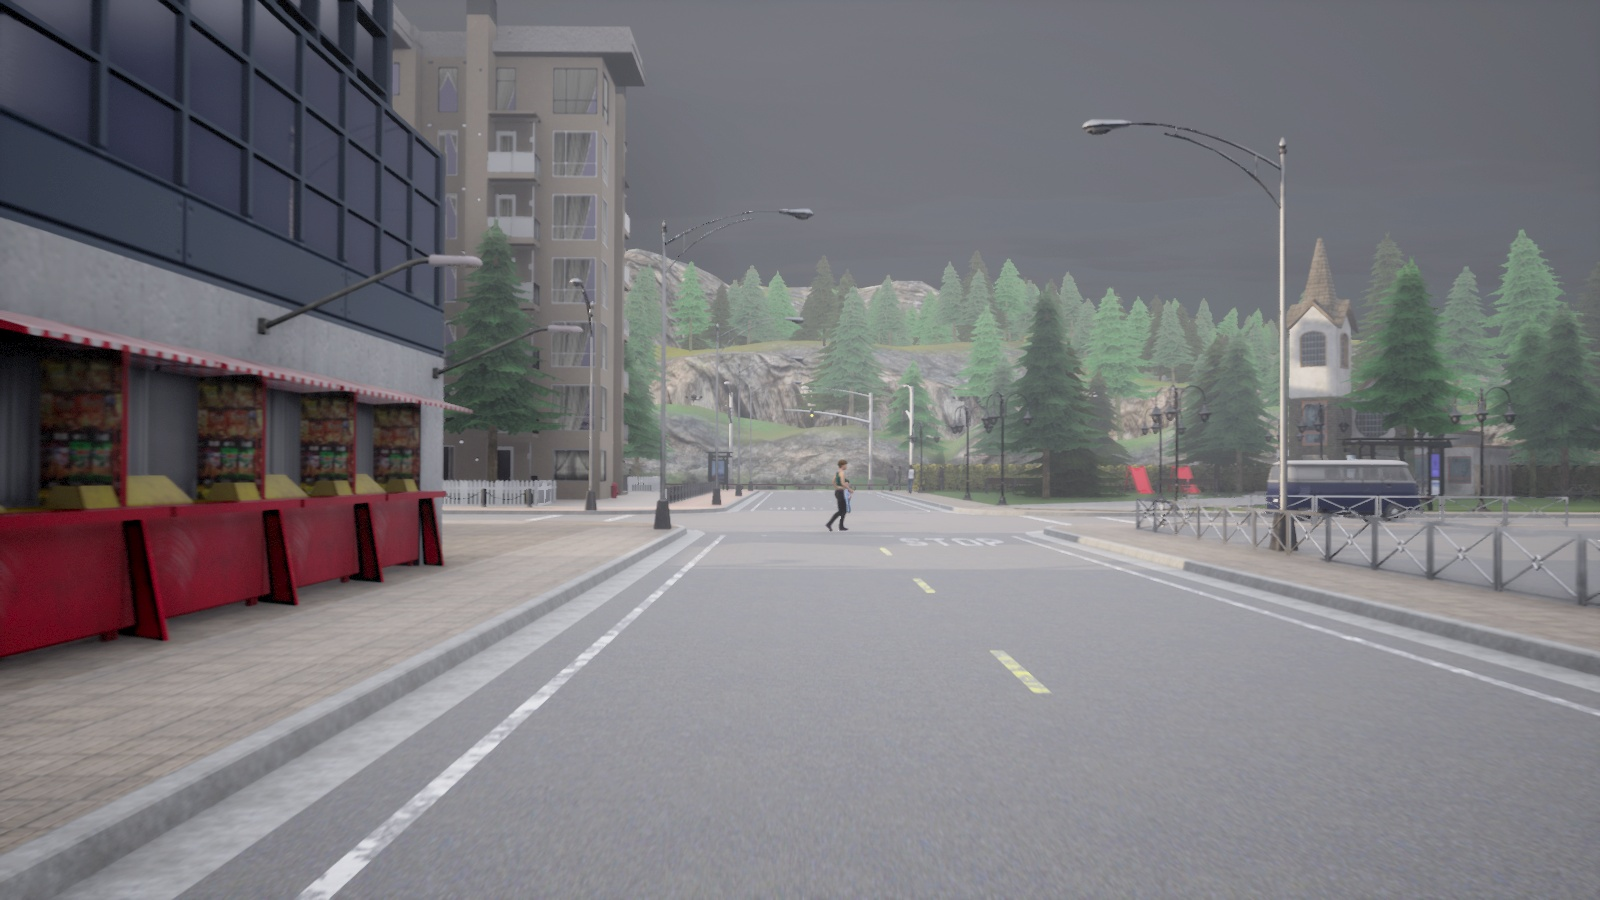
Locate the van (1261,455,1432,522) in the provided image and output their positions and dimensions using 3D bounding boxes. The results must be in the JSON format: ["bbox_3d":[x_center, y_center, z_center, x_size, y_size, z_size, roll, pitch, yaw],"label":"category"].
[{"bbox_3d":[16.709,1.161,38.521,4.442,1.987,1.775,0,-1,0],"label":"van"}]

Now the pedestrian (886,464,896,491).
[{"bbox_3d":[6.507,1.951,89.700,0.659,1.952,0.873,0,-1,-2],"label":"pedestrian"}]

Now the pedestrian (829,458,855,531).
[{"bbox_3d":[1.073,1.115,31.895,0.594,1.836,0.345,0,-1,-10],"label":"pedestrian"}]
